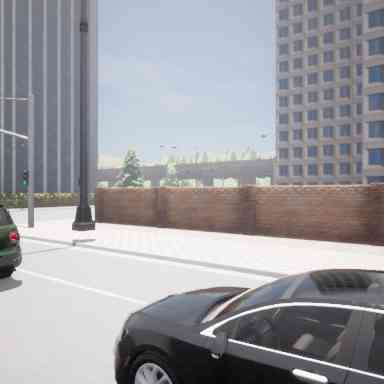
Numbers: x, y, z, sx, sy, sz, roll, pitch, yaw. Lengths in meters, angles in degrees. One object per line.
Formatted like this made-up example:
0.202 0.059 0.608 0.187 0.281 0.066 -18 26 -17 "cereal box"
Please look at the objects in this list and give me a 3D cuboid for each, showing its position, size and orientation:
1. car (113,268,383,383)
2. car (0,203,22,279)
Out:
1.368 1.505 3.016 4.892 1.490 1.837 0 0 35 "car"
-6.715 1.221 8.752 5.566 2.045 2.150 0 0 35 "car"
